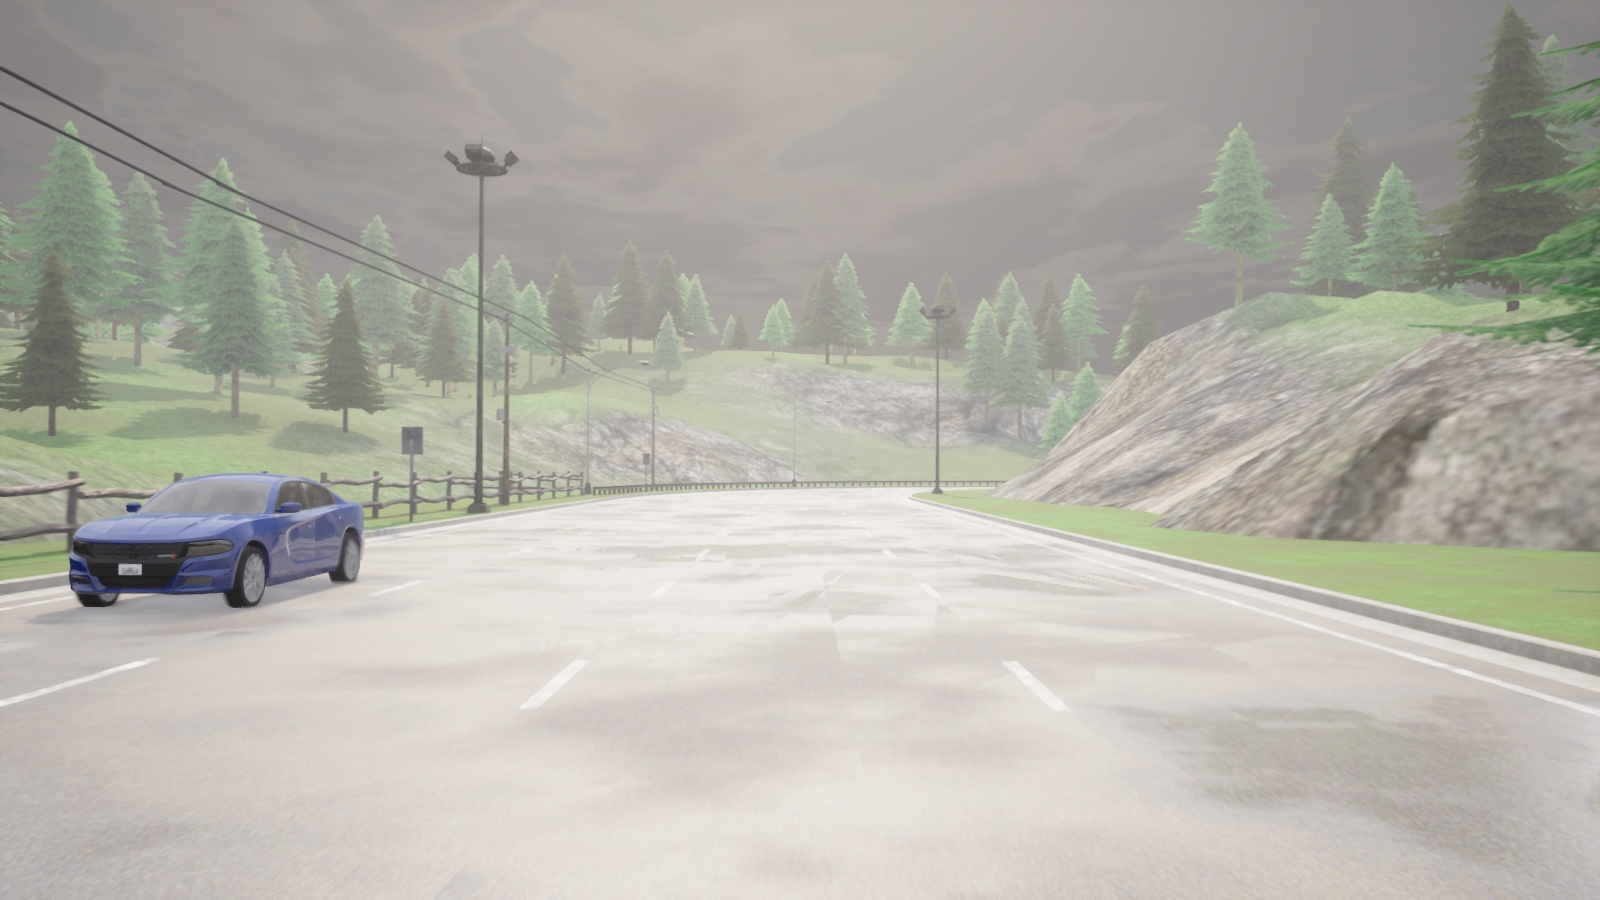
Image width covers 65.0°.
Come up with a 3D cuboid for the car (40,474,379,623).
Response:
[{"bbox_3d":[-7.037,1.083,15.691,1.882,1.535,5.008,0,-1,0],"label":"car"}]
